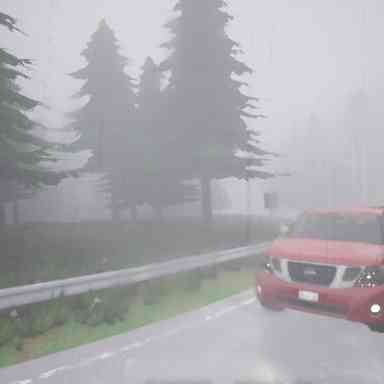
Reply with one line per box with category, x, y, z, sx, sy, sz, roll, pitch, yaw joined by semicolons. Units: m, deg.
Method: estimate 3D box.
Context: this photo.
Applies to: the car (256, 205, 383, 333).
car;3.432;1.337;7.508;2.150;2.045;5.566;-1;-1;35
